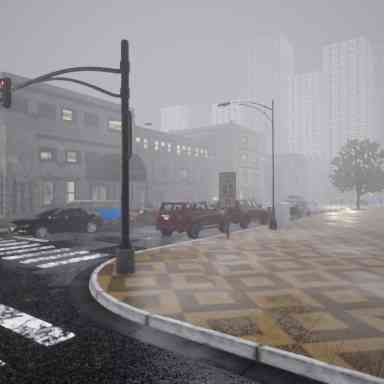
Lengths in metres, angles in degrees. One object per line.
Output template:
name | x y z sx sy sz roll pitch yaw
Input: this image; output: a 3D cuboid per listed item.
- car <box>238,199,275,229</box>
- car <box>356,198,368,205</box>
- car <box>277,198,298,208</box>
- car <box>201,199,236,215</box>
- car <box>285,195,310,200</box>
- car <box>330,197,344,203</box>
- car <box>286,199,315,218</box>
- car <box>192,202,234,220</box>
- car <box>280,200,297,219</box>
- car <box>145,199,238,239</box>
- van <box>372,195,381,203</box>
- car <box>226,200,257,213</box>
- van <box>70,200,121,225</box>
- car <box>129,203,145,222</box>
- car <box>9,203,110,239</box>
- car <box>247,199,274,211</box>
car | 3.365 1.368 22.284 2.192 1.841 5.009 -1 -1 35
car | 32.137 1.801 62.828 2.008 1.369 4.403 -1 -1 35
car | 15.612 1.742 54.021 1.752 1.417 4.829 -1 -1 35
car | 2.924 1.570 36.141 1.967 1.590 4.097 -1 -1 35
car | 14.948 1.408 48.445 2.150 2.045 5.566 0 -1 36
car | 34.892 1.915 81.191 2.008 1.369 4.403 -1 -1 35
car | 9.760 1.657 31.292 1.947 1.339 4.313 -1 -1 35
car | 1.983 1.661 30.330 1.994 1.385 4.181 0 0 35
car | 6.563 1.616 26.787 1.887 1.381 4.507 -1 -1 35
car | 0.169 1.350 17.779 2.192 1.841 5.009 -1 -1 35
van | 44.923 1.693 80.851 1.690 1.788 3.998 -1 -1 35
car | 6.120 1.701 40.644 2.008 1.369 4.403 -1 -1 35
van | -6.667 1.414 22.626 1.690 1.788 3.998 -1 0 35
car | -3.470 1.531 27.130 1.967 1.590 4.097 -1 -1 35
car | -7.109 1.554 17.858 1.837 1.490 4.892 0 0 39
car | 9.318 1.722 45.150 2.008 1.369 4.403 -1 -1 35
